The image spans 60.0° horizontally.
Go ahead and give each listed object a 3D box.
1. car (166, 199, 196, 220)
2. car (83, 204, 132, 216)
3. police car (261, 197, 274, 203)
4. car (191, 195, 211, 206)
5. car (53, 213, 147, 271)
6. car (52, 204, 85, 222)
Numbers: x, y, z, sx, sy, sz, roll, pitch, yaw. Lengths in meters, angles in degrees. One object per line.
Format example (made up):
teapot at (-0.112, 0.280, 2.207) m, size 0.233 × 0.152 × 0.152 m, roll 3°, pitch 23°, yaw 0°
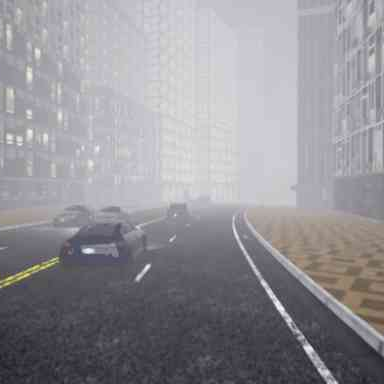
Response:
car at (-1.045, 1.664, 29.826) m, size 1.837 × 1.490 × 4.892 m, roll 0°, pitch 0°, yaw 7°
car at (-5.366, 1.627, 22.479) m, size 1.812 × 1.442 × 4.674 m, roll 0°, pitch 0°, yaw 6°
police car at (20.442, 2.094, 91.618) m, size 1.930 × 1.638 × 5.238 m, roll 0°, pitch 0°, yaw 24°
car at (2.073, 1.584, 62.274) m, size 2.150 × 2.045 × 5.566 m, roll 0°, pitch 0°, yaw 16°
car at (-2.767, 1.615, 11.226) m, size 1.994 × 1.385 × 4.181 m, roll 0°, pitch 0°, yaw 3°
car at (-8.422, 1.626, 24.551) m, size 1.812 × 1.442 × 4.674 m, roll 0°, pitch 0°, yaw 6°
